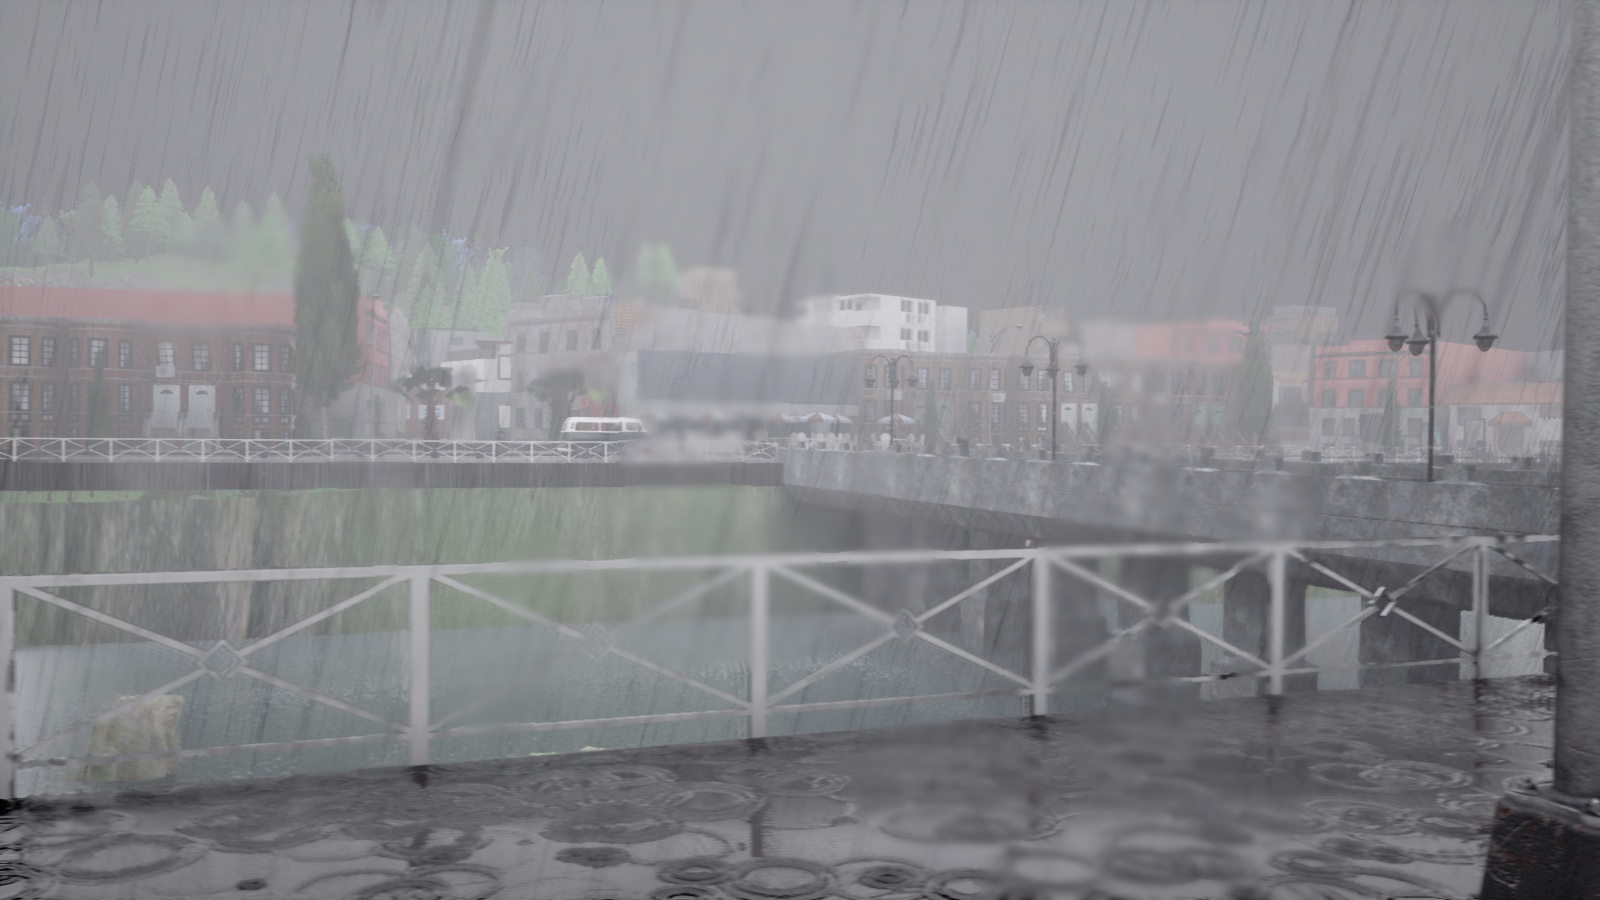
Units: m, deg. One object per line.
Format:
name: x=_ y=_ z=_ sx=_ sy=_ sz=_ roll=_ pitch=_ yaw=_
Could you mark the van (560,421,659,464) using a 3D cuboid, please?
van: x=-9.407 y=-0.384 z=61.888 sx=4.480 sy=2.038 sz=2.069 roll=-1 pitch=1 yaw=-21
